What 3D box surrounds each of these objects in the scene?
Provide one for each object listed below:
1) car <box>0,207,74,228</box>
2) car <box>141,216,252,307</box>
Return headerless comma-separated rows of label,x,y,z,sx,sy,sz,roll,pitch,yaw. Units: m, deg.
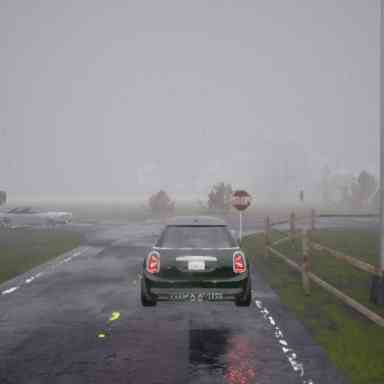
car,-10.380,1.626,22.055,4.718,1.301,1.895,0,0,8
car,0.077,1.352,8.150,2.097,1.767,4.553,0,0,0
